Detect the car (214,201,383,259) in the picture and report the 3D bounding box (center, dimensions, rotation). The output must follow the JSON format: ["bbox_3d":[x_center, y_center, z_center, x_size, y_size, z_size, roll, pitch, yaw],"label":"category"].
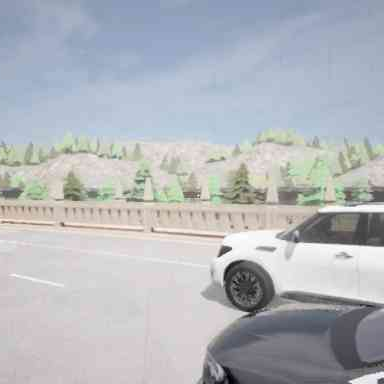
[{"bbox_3d":[3.033,1.192,5.963,5.566,2.045,2.150,0,0,35],"label":"car"}]

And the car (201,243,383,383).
[{"bbox_3d":[2.313,1.478,2.164,4.902,1.511,2.128,0,0,35],"label":"car"}]
